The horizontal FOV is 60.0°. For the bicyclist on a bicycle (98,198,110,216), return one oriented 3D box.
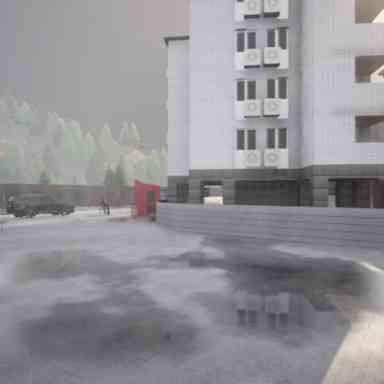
[{"bbox_3d":[-7.861,1.353,29.768,1.656,1.620,0.582,0,0,36],"label":"bicyclist on a bicycle"}]

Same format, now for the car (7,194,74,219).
[{"bbox_3d":[-13.338,1.226,29.557,2.150,2.045,5.566,0,0,37],"label":"car"}]
